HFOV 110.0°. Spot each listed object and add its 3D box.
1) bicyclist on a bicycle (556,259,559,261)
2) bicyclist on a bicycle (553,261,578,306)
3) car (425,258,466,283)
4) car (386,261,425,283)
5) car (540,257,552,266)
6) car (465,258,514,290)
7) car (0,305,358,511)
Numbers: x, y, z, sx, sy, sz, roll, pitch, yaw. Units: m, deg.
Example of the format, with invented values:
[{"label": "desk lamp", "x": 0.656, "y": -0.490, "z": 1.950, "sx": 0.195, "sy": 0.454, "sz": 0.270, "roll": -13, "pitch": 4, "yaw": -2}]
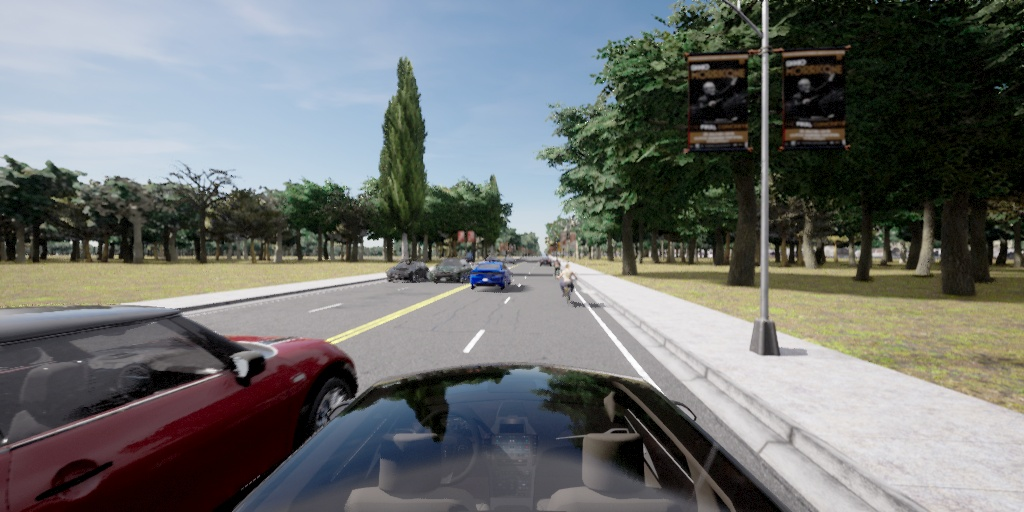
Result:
[{"label": "bicyclist on a bicycle", "x": 3.335, "y": 1.057, "z": 26.419, "sx": 0.582, "sy": 1.620, "sz": 1.656, "roll": 0, "pitch": 0, "yaw": 5}, {"label": "bicyclist on a bicycle", "x": 2.187, "y": 1.113, "z": 14.164, "sx": 0.866, "sy": 1.612, "sz": 1.509, "roll": 0, "pitch": 0, "yaw": 6}, {"label": "car", "x": -4.263, "y": 0.960, "z": 25.608, "sx": 2.097, "sy": 1.767, "sz": 4.553, "roll": 0, "pitch": 0, "yaw": 5}, {"label": "car", "x": -7.468, "y": 1.108, "z": 26.245, "sx": 1.837, "sy": 1.490, "sz": 4.892, "roll": 0, "pitch": 0, "yaw": 5}, {"label": "car", "x": 5.676, "y": 0.930, "z": 60.483, "sx": 1.812, "sy": 1.442, "sz": 4.674, "roll": 0, "pitch": 0, "yaw": 5}, {"label": "car", "x": -1.179, "y": 1.110, "z": 21.492, "sx": 1.882, "sy": 1.535, "sz": 5.008, "roll": 0, "pitch": 0, "yaw": 5}, {"label": "car", "x": -2.948, "y": 1.096, "z": 2.290, "sx": 2.097, "sy": 1.767, "sz": 4.553, "roll": 0, "pitch": 0, "yaw": 5}]
